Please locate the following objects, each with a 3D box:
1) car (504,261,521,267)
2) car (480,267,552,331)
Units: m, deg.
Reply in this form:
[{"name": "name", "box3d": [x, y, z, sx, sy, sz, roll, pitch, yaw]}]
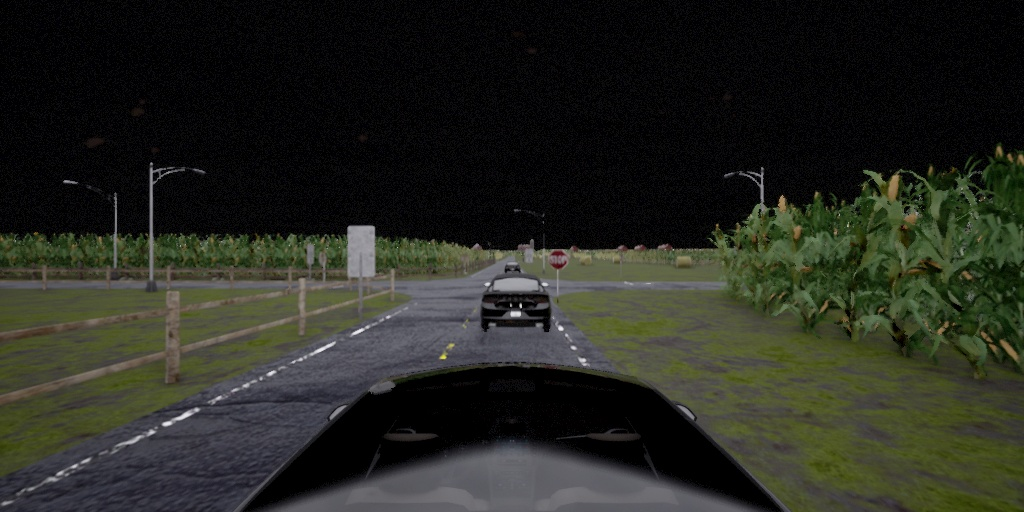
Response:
[{"name": "car", "box3d": [0.051, 1.404, 43.878, 1.882, 1.535, 5.008, 0, 0, 0]}, {"name": "car", "box3d": [0.134, 1.274, 11.282, 1.882, 1.535, 5.008, 0, 0, 1]}]
